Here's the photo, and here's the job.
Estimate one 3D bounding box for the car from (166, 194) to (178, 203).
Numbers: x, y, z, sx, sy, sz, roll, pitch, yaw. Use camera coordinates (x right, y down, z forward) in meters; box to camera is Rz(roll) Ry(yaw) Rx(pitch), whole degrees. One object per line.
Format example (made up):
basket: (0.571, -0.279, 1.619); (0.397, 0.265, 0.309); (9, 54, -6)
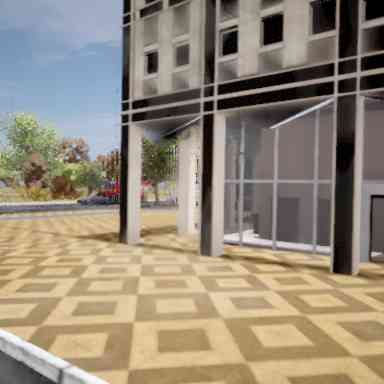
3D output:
car: (-2.633, 1.095, 60.310); (2.128, 1.511, 4.902); (2, 1, 38)

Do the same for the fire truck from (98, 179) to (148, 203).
fire truck: (-11.202, -0.144, 54.645); (2.891, 3.827, 8.468); (2, 1, 38)

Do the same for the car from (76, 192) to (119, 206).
car: (-13.435, 1.150, 46.736); (2.033, 1.411, 5.357); (2, 1, 38)
